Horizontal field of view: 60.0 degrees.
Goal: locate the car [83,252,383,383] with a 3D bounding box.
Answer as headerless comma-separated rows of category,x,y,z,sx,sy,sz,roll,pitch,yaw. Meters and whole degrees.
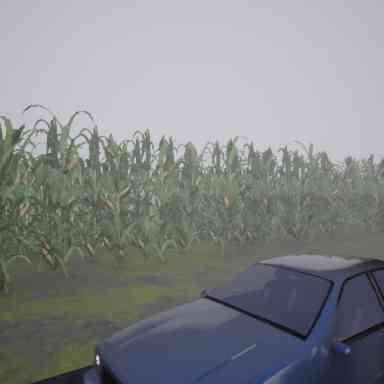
car,1.549,1.548,4.165,5.357,1.411,2.033,0,0,-35
